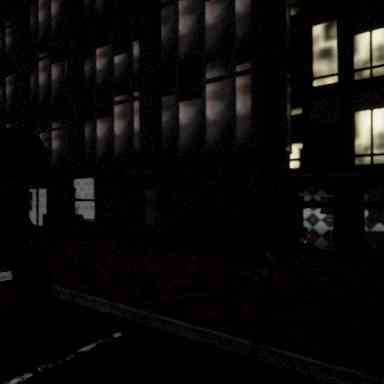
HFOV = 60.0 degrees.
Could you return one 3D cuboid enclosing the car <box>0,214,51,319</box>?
[{"bbox_3d":[-4.688,1.316,6.221,5.009,1.841,2.192,0,0,35],"label":"car"}]
